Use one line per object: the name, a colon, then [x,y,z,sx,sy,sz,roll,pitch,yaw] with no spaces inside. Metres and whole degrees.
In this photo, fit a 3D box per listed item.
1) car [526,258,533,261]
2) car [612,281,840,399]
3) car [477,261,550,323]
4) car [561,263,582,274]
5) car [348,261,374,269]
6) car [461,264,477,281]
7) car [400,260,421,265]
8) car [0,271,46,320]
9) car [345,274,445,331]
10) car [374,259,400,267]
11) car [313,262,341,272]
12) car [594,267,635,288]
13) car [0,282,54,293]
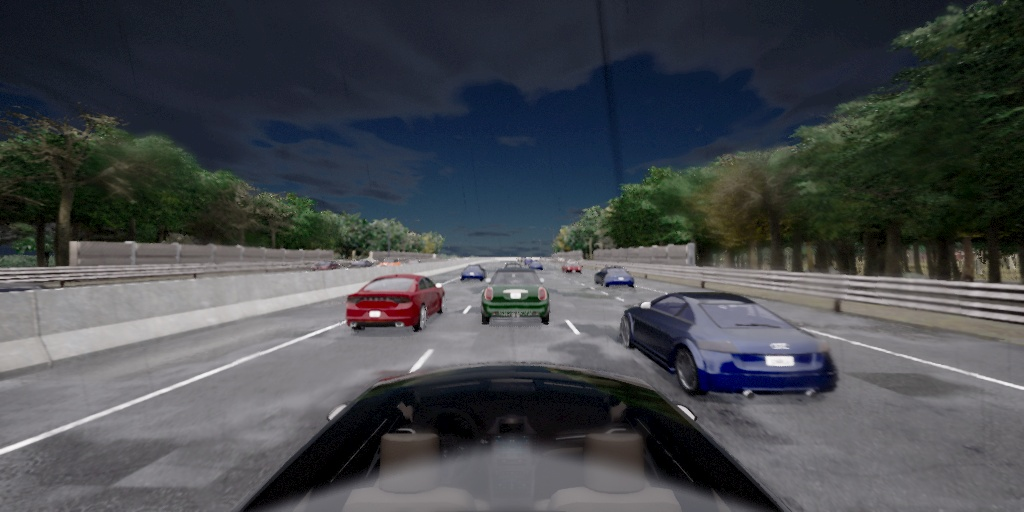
car: [3.538,1.406,54.631,1.994,1.385,4.181,0,0,0]
car: [3.503,1.360,6.694,1.994,1.385,4.181,0,0,0]
car: [0.108,1.185,12.601,2.097,1.767,4.553,0,0,0]
car: [7.132,1.468,43.457,1.895,1.301,4.718,0,0,0]
car: [-21.026,1.398,50.462,2.033,1.411,5.357,0,0,1]
car: [-3.379,1.439,32.205,1.994,1.385,4.181,0,0,0]
car: [-14.040,1.374,51.455,1.812,1.442,4.674,0,0,0]
car: [-17.594,1.295,10.292,1.882,1.535,5.008,0,0,0]
car: [-3.393,1.302,11.355,1.882,1.535,5.008,0,0,0]
car: [-17.537,1.201,51.524,2.097,1.767,4.553,0,0,0]
car: [-24.539,1.423,47.590,1.994,1.385,4.181,0,0,0]
car: [7.078,1.437,25.221,1.994,1.385,4.181,0,0,1]
car: [-14.096,1.412,9.386,1.895,1.301,4.718,0,0,0]
